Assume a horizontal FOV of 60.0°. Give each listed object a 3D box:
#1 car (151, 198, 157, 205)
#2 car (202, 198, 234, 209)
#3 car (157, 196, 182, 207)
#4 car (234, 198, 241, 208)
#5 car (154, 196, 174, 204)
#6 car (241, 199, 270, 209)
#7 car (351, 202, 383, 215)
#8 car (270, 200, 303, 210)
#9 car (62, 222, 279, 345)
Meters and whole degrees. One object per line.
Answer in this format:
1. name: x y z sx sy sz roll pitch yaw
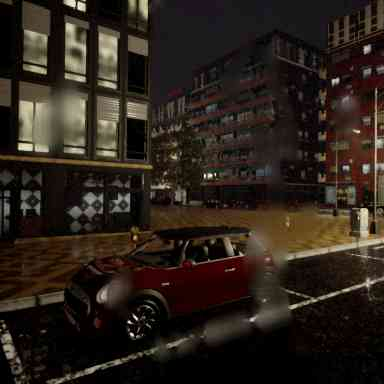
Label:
1. car: -6.619 1.768 59.659 1.887 1.381 4.507 1 -1 -35
2. car: 3.194 1.682 45.763 2.008 1.369 4.403 1 -1 -35
3. car: -3.348 1.737 55.027 1.887 1.381 4.507 1 -1 -35
4. car: 6.771 1.731 55.226 1.967 1.590 4.097 1 -1 -35
5. car: -6.313 1.730 73.755 2.192 1.841 5.009 1 -1 -35
6. car: 10.043 1.805 50.593 1.887 1.381 4.507 1 -1 -35
7. car: 19.856 1.735 36.697 1.947 1.339 4.313 1 -1 -35
8. car: 13.313 1.812 45.960 1.802 1.307 4.206 1 -1 -35
9. car: -0.270 1.442 6.350 4.097 1.590 1.967 0 1 -35
